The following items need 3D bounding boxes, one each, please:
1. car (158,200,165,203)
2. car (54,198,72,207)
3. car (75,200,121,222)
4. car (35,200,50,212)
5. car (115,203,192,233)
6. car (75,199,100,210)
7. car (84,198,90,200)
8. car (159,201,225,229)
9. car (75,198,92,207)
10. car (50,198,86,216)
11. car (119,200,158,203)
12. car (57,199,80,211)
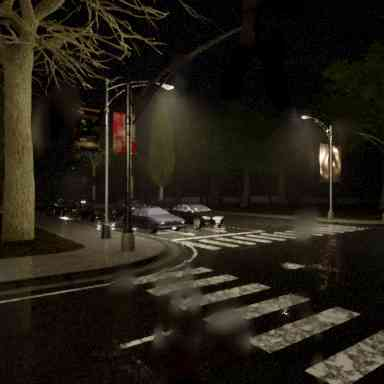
[{"bbox_3d":[-4.301,1.686,39.770,1.837,1.490,4.892,0,0,-36],"label":"car"},{"bbox_3d":[-23.703,1.904,60.932,1.837,1.490,4.892,0,-1,-36],"label":"car"},{"bbox_3d":[-7.976,1.675,27.902,1.994,1.385,4.181,0,0,-36],"label":"car"},{"bbox_3d":[-19.048,1.792,43.193,1.994,1.385,4.181,0,-1,-35],"label":"car"},{"bbox_3d":[-2.543,1.613,20.427,2.033,1.411,5.357,0,0,-36],"label":"car"},{"bbox_3d":[-15.698,1.822,49.913,2.033,1.411,5.357,0,-1,-36],"label":"car"},{"bbox_3d":[-11.197,1.740,37.869,1.994,1.385,4.181,0,0,-36],"label":"car"},{"bbox_3d":[0.132,1.566,22.297,2.128,1.511,4.902,0,0,-36],"label":"car"},{"bbox_3d":[-20.087,1.917,61.456,1.812,1.442,4.674,0,-1,-36],"label":"car"},{"bbox_3d":[-13.179,1.665,35.066,1.837,1.490,4.892,0,0,-36],"label":"car"},{"bbox_3d":[-5.290,1.472,29.738,2.097,1.767,4.553,0,0,-36],"label":"car"},{"bbox_3d":[-17.117,1.772,46.075,1.812,1.442,4.674,0,-1,-36],"label":"car"}]
